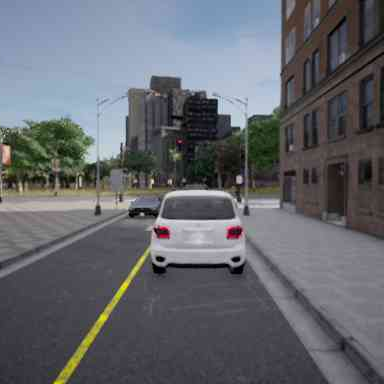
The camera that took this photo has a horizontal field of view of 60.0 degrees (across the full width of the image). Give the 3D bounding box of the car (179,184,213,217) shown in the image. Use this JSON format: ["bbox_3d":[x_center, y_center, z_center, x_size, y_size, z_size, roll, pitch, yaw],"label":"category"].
[{"bbox_3d":[0.287,0.479,23.906,2.150,2.045,5.566,0,2,0],"label":"car"}]

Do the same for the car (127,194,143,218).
[{"bbox_3d":[-2.886,0.857,22.101,2.033,1.411,5.357,0,2,1],"label":"car"}]

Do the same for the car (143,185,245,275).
[{"bbox_3d":[0.171,0.924,9.542,2.150,2.045,5.566,0,2,1],"label":"car"}]
